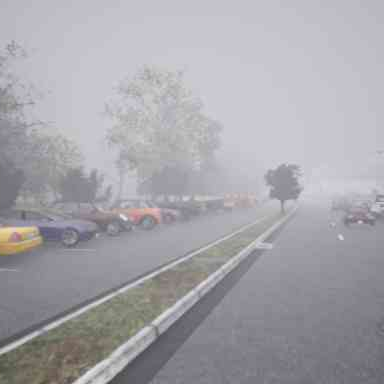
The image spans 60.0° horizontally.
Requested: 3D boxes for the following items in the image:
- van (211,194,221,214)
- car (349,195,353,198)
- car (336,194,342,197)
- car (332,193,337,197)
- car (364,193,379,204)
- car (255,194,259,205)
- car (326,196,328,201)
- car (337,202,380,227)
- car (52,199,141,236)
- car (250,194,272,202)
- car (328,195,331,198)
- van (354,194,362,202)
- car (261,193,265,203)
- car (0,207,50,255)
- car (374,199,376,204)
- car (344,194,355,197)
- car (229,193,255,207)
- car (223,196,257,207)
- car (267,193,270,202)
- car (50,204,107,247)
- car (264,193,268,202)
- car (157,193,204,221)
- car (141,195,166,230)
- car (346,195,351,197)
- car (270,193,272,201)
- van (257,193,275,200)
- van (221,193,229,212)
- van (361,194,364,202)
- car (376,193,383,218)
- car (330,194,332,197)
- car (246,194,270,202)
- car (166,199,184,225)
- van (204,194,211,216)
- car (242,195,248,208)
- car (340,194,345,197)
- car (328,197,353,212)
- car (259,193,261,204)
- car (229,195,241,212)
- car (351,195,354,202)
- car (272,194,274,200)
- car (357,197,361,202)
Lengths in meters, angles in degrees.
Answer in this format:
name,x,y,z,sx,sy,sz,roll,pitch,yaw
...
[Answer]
name,x,y,z,sx,sy,sz,roll,pitch,yaw
van,0.127,1.144,30.898,4.442,1.987,1.878,0,0,0
car,25.070,1.645,46.359,5.008,1.535,2.097,2,1,-1
car,30.923,1.643,63.511,5.008,1.535,2.097,2,1,-2
car,31.814,1.390,66.384,5.566,2.045,2.435,2,1,-3
car,18.880,1.387,29.402,5.566,2.045,2.435,2,0,0
car,6.355,1.380,47.657,5.366,1.575,1.946,0,0,0
car,36.173,1.633,80.862,4.892,1.521,2.231,1,1,-4
car,11.839,1.677,23.921,1.895,1.301,4.718,1,0,20
car,-5.173,1.233,16.936,4.553,1.767,2.185,0,0,0
car,15.634,1.270,75.744,4.553,1.767,2.185,0,0,-3
car,35.329,1.674,77.964,4.674,1.452,2.002,1,0,-4
van,22.897,1.414,40.690,4.442,1.987,1.878,2,1,0
car,9.169,1.388,56.035,5.008,1.535,2.097,0,0,-1
car,-7.683,1.350,10.567,5.366,1.575,1.946,0,0,0
car,17.808,1.635,26.580,5.008,1.535,2.097,2,1,0
car,27.054,1.519,52.062,4.553,1.767,2.185,2,0,-1
car,5.124,1.129,44.857,5.566,2.045,2.435,0,0,0
car,7.184,1.385,50.443,4.892,1.521,2.231,0,0,0
car,12.054,1.422,64.460,4.792,1.488,2.163,0,0,-1
car,-6.292,1.385,13.757,4.792,1.488,2.163,0,0,0
car,11.051,1.421,61.638,4.792,1.488,2.163,0,0,-1
car,-2.077,1.114,25.307,5.566,2.045,2.435,0,0,0
car,-4.079,1.235,19.720,4.553,1.767,2.185,0,0,0
car,26.062,1.646,49.210,4.892,1.521,2.231,2,0,-1
car,12.949,1.393,67.266,5.008,1.535,2.097,0,0,-2
van,20.583,1.166,92.845,4.442,1.987,1.878,0,0,-5
van,1.156,1.146,33.693,4.442,1.987,1.878,0,0,0
van,20.819,1.411,35.035,4.442,1.987,1.878,2,1,0
car,16.798,1.383,23.766,5.566,2.045,2.435,2,0,0
car,34.486,1.676,75.059,4.674,1.452,2.002,1,1,-4
car,13.815,1.269,70.092,4.553,1.767,2.185,0,0,-2
car,-3.081,1.403,22.520,4.674,1.452,2.002,0,0,0
van,-0.901,1.142,28.104,4.442,1.987,1.878,0,0,0
car,4.154,1.408,42.071,4.792,1.488,2.163,0,0,0
car,29.026,1.644,57.779,5.008,1.535,2.097,2,0,-2
car,17.811,1.687,40.102,1.895,1.301,4.718,1,0,20
car,8.207,1.261,53.239,4.553,1.767,2.185,0,0,0
car,2.255,1.371,36.483,5.366,1.575,1.946,0,0,0
car,24.224,1.647,43.534,5.366,1.575,1.946,2,0,0
car,14.547,1.392,72.903,5.366,1.575,1.946,0,0,-2
car,21.999,1.672,37.870,4.792,1.488,2.163,2,0,0
